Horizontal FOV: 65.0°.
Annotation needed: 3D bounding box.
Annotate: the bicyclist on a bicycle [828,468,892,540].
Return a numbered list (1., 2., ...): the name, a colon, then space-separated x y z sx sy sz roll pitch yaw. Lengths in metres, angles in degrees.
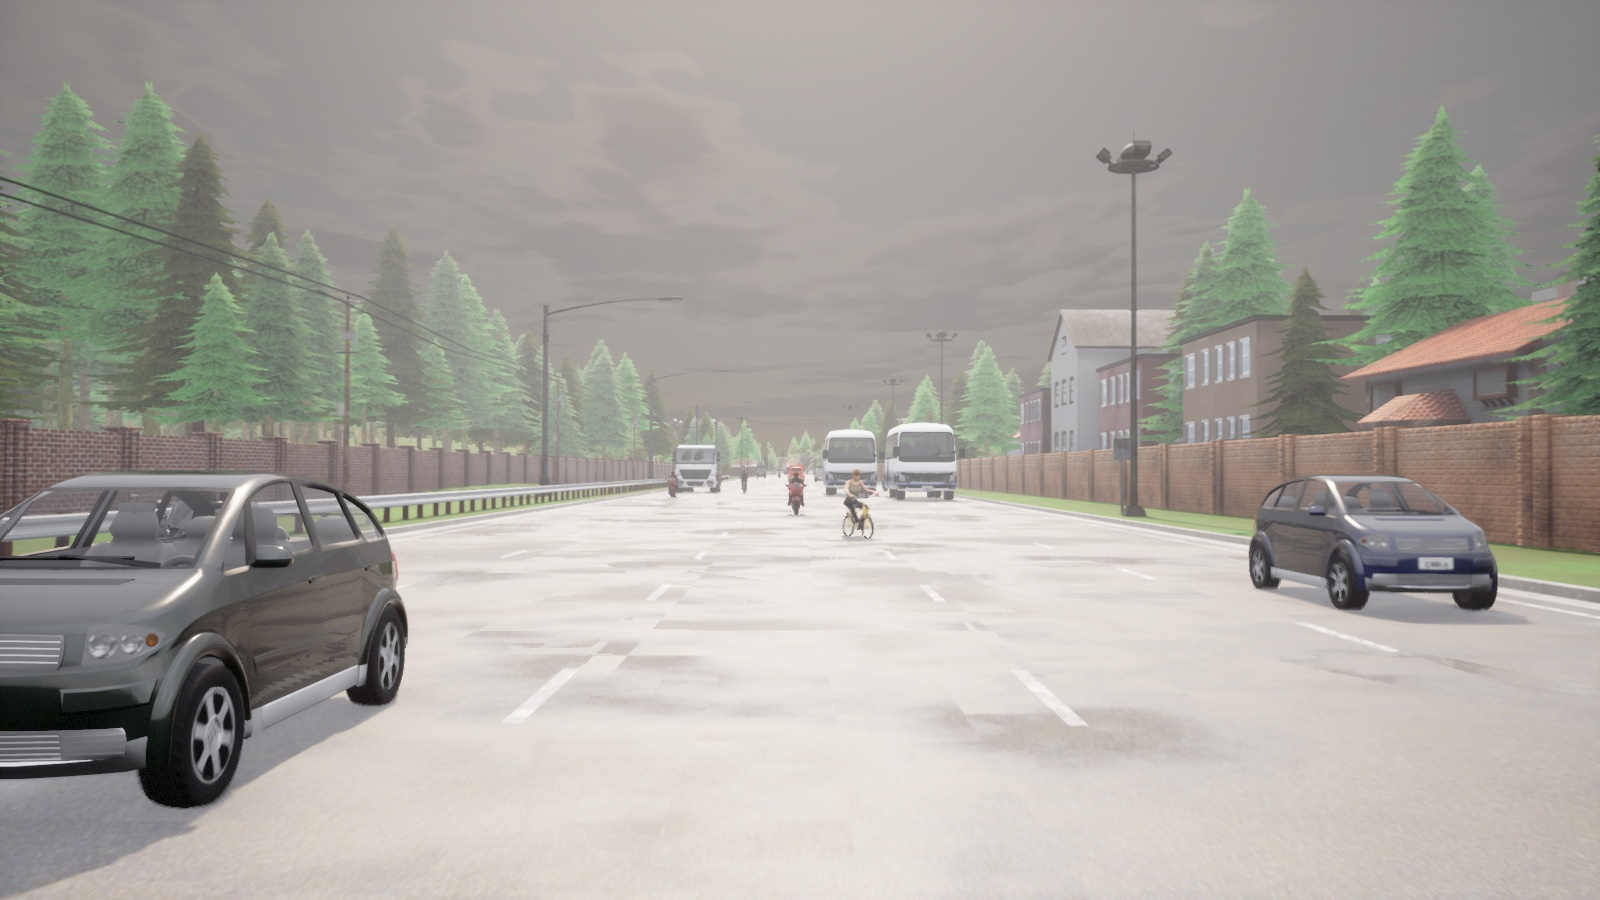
1. bicyclist on a bicycle: 1.392 1.234 29.239 0.866 1.612 1.509 0 -1 -26

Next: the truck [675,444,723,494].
1. truck: -7.251 1.380 90.952 2.891 3.462 7.936 0 -1 0

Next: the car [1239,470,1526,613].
1. car: 6.957 1.023 15.459 1.789 1.549 3.705 0 -1 0

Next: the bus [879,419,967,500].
1. bus: 6.803 0.602 71.383 3.944 4.253 10.273 0 -1 0

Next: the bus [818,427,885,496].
1. bus: 3.271 0.814 83.233 3.944 4.253 10.273 0 -1 0

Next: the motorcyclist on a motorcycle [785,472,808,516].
1. motorcyclist on a motorcycle: -0.119 1.537 44.315 0.797 1.523 2.044 0 -1 0

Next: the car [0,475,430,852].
1. car: -3.520 0.925 7.073 1.789 1.549 3.705 0 -1 0
